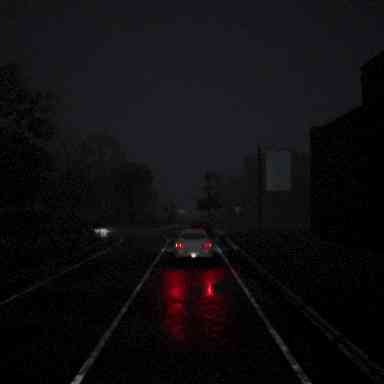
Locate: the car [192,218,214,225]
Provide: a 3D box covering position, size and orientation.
[{"bbox_3d":[0.928,3.112,30.272,1.882,1.535,5.008,0,-3,7],"label":"car"}]

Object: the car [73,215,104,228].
[{"bbox_3d":[-12.333,3.454,39.501,1.882,1.535,5.008,-1,-1,-44],"label":"car"}]

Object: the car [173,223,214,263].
[{"bbox_3d":[0.064,2.493,16.106,1.812,1.442,4.674,0,-3,0],"label":"car"}]
